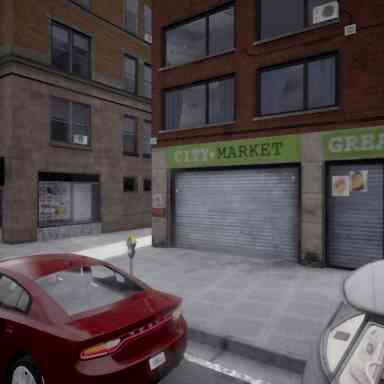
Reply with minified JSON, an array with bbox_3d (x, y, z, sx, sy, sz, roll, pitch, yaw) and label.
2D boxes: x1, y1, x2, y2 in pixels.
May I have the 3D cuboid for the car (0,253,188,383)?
[{"bbox_3d":[-2.160,1.544,4.615,4.507,1.381,1.887,0,0,35],"label":"car"}]

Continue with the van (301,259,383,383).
[{"bbox_3d":[2.450,1.341,1.329,3.998,1.788,1.690,0,0,35],"label":"van"}]
